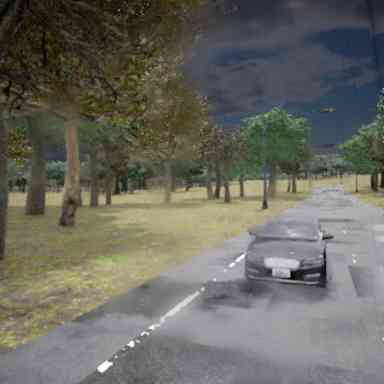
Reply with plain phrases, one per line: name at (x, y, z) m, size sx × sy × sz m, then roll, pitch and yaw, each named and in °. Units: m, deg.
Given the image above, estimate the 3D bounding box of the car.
car at (2.811, 1.444, 9.352) m, size 2.128 × 1.511 × 4.902 m, roll 0°, pitch 0°, yaw 22°
